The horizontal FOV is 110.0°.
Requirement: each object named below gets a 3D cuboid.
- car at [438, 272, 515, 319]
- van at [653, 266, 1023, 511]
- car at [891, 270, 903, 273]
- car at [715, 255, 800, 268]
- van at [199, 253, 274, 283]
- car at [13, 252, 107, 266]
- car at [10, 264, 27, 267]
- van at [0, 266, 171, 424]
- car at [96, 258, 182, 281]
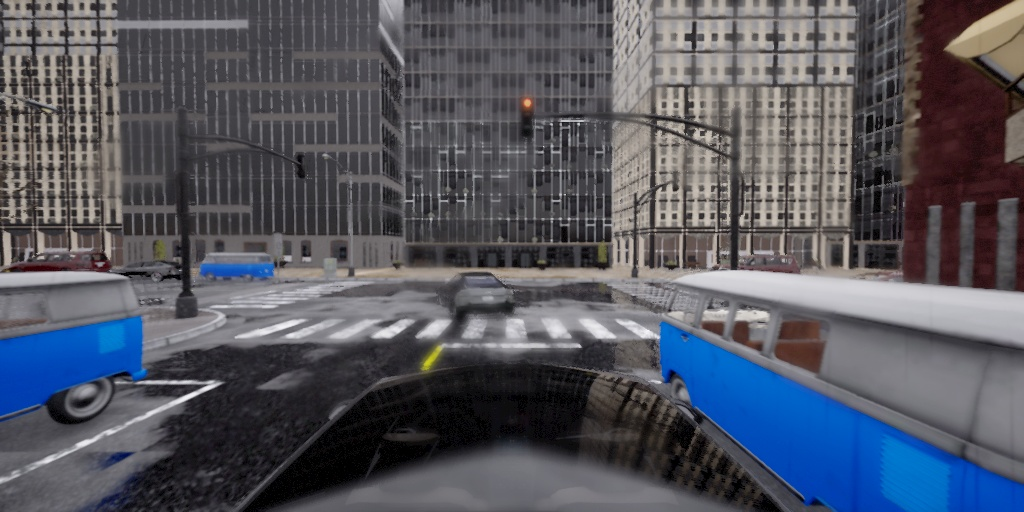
[{"bbox_3d":[-1.371,1.246,12.733,1.994,1.385,4.181,0,1,-19],"label":"car"},{"bbox_3d":[2.685,1.076,3.063,1.690,1.789,3.998,0,0,0],"label":"van"},{"bbox_3d":[15.141,1.304,14.065,4.507,1.381,1.888,0,0,0],"label":"car"},{"bbox_3d":[15.164,0.868,22.443,5.009,1.841,2.192,0,0,0],"label":"car"},{"bbox_3d":[-17.225,0.735,22.526,3.998,1.789,1.690,0,0,0],"label":"van"},{"bbox_3d":[-28.271,0.660,22.555,5.009,1.841,2.192,0,0,0],"label":"car"},{"bbox_3d":[-22.771,1.120,14.163,4.507,1.381,1.888,0,0,0],"label":"car"},{"bbox_3d":[-5.696,1.077,3.064,1.690,1.789,3.998,0,0,0],"label":"van"},{"bbox_3d":[-22.748,0.935,22.541,4.313,1.339,1.948,0,0,0],"label":"car"}]
